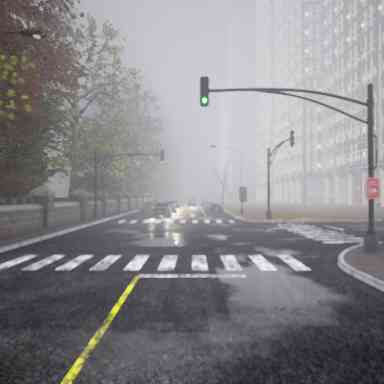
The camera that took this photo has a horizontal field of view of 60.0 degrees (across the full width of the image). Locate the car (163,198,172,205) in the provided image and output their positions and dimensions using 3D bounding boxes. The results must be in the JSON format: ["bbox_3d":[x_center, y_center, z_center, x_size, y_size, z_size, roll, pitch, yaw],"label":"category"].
[{"bbox_3d":[-5.704,2.206,77.631,1.967,1.590,4.097,0,-1,0],"label":"car"}]

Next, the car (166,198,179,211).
[{"bbox_3d":[-3.105,1.938,45.278,1.837,1.490,4.892,0,-1,0],"label":"car"}]

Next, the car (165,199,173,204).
[{"bbox_3d":[-5.706,2.371,83.262,1.887,1.381,4.507,0,-1,0],"label":"car"}]

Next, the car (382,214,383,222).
[{"bbox_3d":[14.803,1.454,21.425,4.674,1.442,1.812,-1,-1,0],"label":"car"}]

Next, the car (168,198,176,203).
[{"bbox_3d":[-5.708,2.492,94.526,1.887,1.381,4.507,0,-1,0],"label":"car"}]

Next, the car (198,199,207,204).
[{"bbox_3d":[2.674,2.376,83.264,2.008,1.369,4.403,0,-1,0],"label":"car"}]

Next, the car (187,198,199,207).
[{"bbox_3d":[-0.014,2.239,65.521,1.895,1.301,4.718,0,-1,0],"label":"car"}]

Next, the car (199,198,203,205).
[{"bbox_3d":[2.678,2.191,66.369,1.887,1.381,4.507,0,-1,0],"label":"car"}]

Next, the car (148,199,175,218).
[{"bbox_3d":[-3.106,1.836,34.887,1.837,1.490,4.892,0,-1,0],"label":"car"}]

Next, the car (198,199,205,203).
[{"bbox_3d":[2.672,2.529,94.528,1.802,1.307,4.206,0,-1,0],"label":"car"}]

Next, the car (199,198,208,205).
[{"bbox_3d":[2.676,2.206,77.633,1.967,1.590,4.097,0,-1,0],"label":"car"}]

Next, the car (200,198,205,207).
[{"bbox_3d":[2.681,2.040,49.472,1.947,1.339,4.313,0,-1,0],"label":"car"}]

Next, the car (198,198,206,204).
[{"bbox_3d":[2.673,2.437,88.896,2.008,1.369,4.403,0,-1,0],"label":"car"}]

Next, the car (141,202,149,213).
[{"bbox_3d":[-5.698,2.001,43.838,1.802,1.307,4.206,0,-1,0],"label":"car"}]

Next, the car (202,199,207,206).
[{"bbox_3d":[2.682,1.984,43.840,1.947,1.339,4.313,0,-1,0],"label":"car"}]

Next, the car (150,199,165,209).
[{"bbox_3d":[-5.700,1.971,55.104,1.967,1.590,4.097,0,-1,0],"label":"car"}]

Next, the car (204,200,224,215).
[{"bbox_3d":[2.683,1.929,38.207,1.947,1.339,4.313,0,-1,0],"label":"car"}]

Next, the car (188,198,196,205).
[{"bbox_3d":[-0.015,2.118,75.493,1.837,1.490,4.892,0,-1,0],"label":"car"}]

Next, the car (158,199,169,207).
[{"bbox_3d":[-5.702,2.171,66.198,1.752,1.417,4.829,0,-1,0],"label":"car"}]

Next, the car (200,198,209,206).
[{"bbox_3d":[2.677,2.146,72.002,1.967,1.590,4.097,0,-1,0],"label":"car"}]
